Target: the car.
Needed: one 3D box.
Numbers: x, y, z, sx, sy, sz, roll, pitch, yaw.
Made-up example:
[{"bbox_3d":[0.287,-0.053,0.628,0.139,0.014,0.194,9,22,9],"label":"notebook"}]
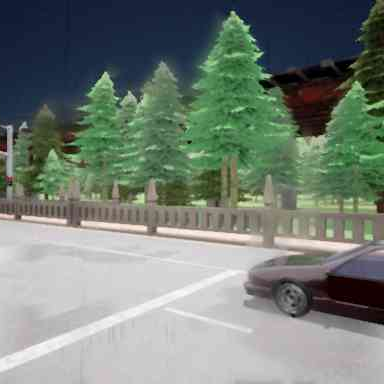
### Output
[{"bbox_3d":[3.629,1.547,5.683,5.357,1.411,2.033,0,0,36],"label":"car"}]
